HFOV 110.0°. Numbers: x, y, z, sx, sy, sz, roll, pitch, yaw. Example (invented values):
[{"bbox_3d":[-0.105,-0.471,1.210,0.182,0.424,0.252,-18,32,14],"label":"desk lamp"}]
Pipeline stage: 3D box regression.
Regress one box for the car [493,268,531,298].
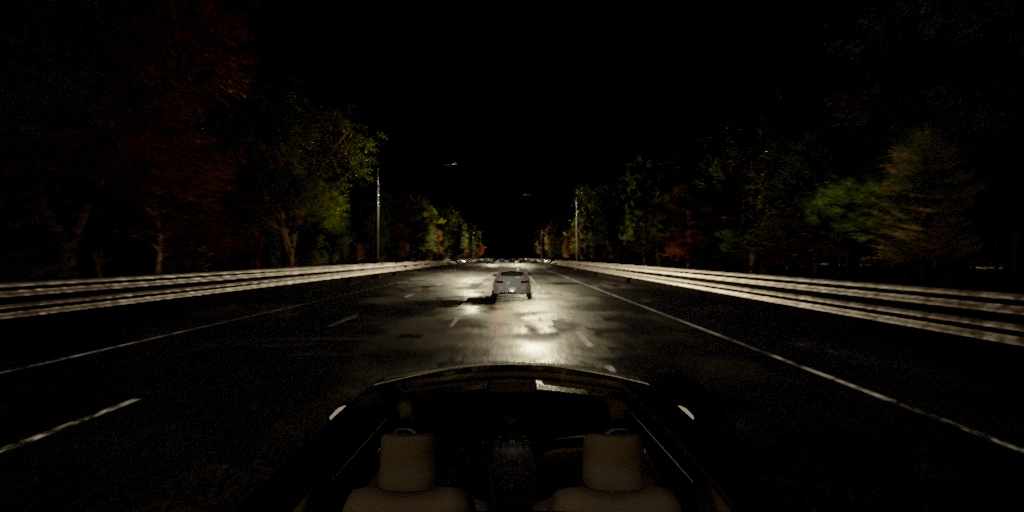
[{"bbox_3d":[0.002,1.323,18.398,1.812,1.442,4.674,0,0,0],"label":"car"}]
